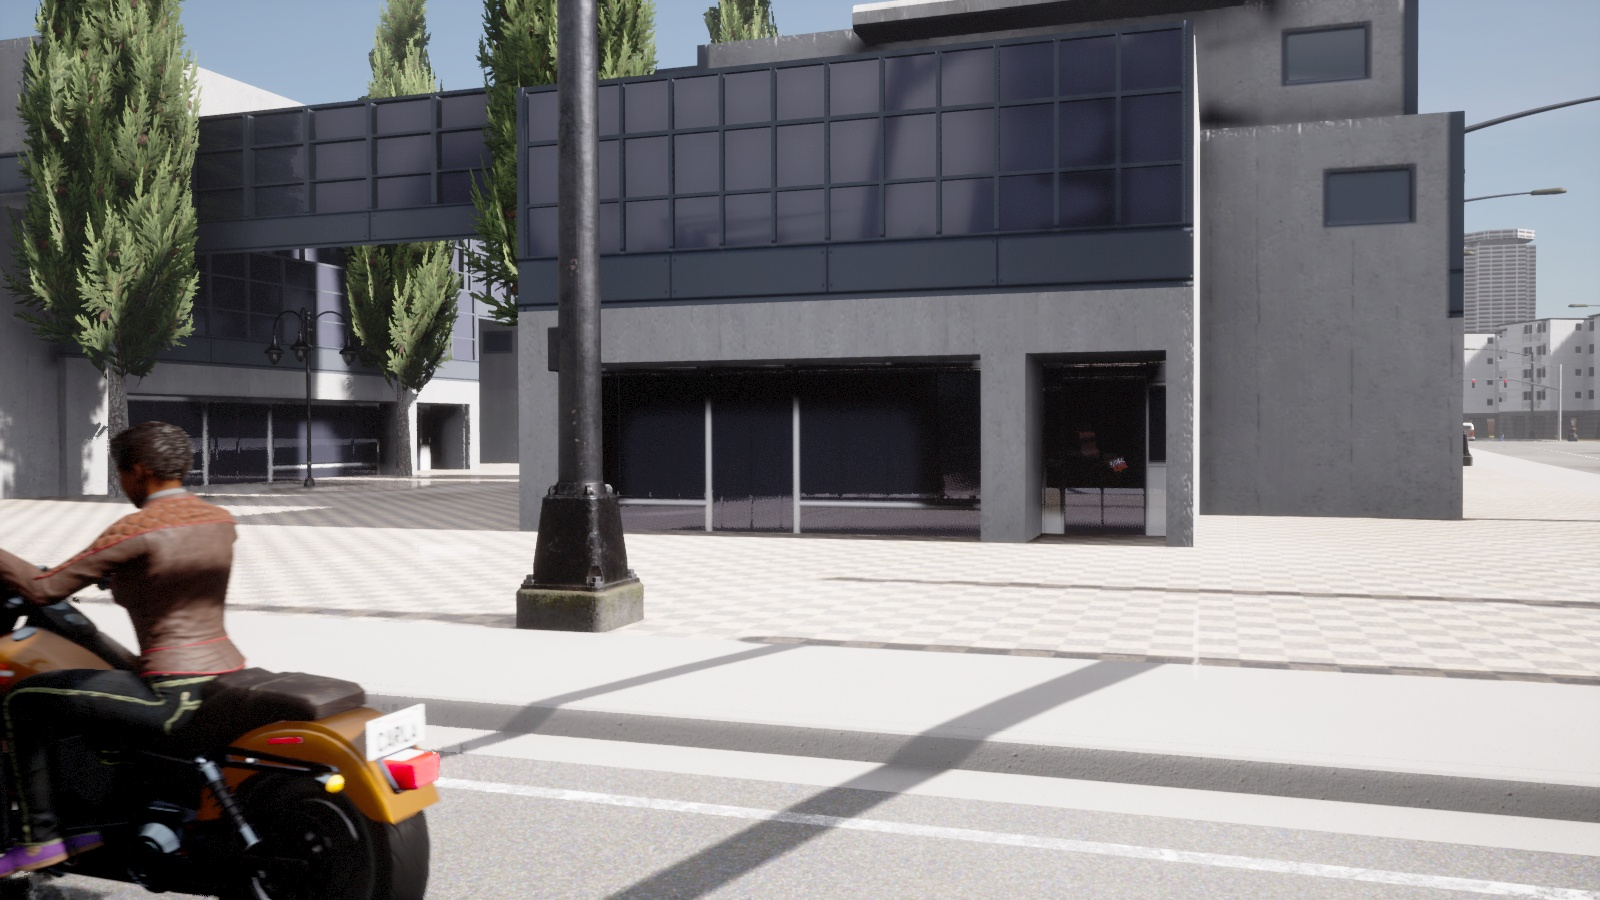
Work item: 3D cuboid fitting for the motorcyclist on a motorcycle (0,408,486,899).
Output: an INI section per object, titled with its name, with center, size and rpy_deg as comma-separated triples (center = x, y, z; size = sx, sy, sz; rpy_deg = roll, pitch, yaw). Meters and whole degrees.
[motorcyclist on a motorcycle]
center = -2.217, 0.706, 3.932
size = 2.350, 1.649, 0.766
rpy_deg = 0, 1, 19
